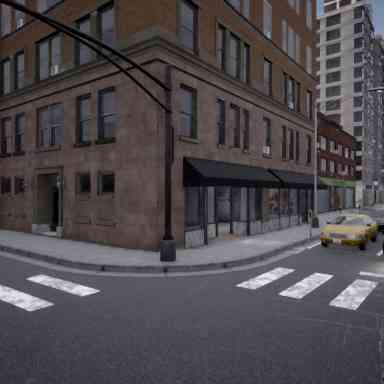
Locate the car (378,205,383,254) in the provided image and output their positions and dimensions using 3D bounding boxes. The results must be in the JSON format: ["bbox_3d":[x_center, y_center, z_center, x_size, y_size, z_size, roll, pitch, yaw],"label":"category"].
[{"bbox_3d":[8.394,1.373,11.941,2.097,1.767,4.553,0,0,39],"label":"car"}]

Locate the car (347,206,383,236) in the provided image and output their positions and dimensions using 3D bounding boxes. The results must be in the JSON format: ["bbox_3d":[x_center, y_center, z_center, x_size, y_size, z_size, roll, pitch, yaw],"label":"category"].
[{"bbox_3d":[10.485,1.586,19.172,1.947,1.339,4.313,0,0,37],"label":"car"}]

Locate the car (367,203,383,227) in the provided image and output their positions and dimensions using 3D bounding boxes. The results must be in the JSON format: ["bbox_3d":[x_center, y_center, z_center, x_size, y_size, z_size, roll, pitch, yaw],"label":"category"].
[{"bbox_3d":[13.803,1.545,23.540,1.752,1.417,4.829,0,0,37],"label":"car"}]

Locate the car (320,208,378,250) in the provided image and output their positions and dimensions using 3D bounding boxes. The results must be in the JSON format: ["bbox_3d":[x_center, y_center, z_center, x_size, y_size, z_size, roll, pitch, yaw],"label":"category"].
[{"bbox_3d":[6.962,1.544,14.533,1.752,1.417,4.829,0,0,37],"label":"car"}]
